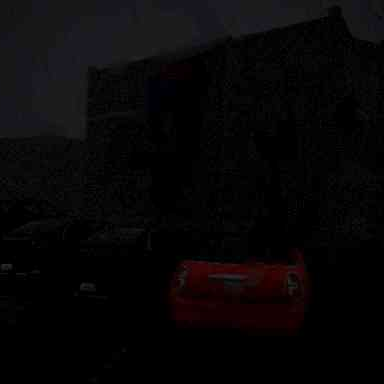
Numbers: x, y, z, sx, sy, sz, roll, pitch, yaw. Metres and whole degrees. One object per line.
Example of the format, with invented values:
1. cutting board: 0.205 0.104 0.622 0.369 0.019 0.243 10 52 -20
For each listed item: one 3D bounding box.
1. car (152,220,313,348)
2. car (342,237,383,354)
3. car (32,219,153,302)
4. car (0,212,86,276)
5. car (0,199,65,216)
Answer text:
1. car: 1.143 1.350 6.605 2.185 1.767 4.553 0 -1 16
2. car: 3.538 1.503 4.894 2.163 1.488 4.792 1 -1 16
3. car: -1.234 1.488 8.332 2.231 1.521 4.892 0 -1 16
4. car: -3.626 1.502 10.038 2.231 1.521 4.892 0 -1 15
5. car: -6.008 1.274 11.776 2.435 2.045 5.566 -1 -1 15
